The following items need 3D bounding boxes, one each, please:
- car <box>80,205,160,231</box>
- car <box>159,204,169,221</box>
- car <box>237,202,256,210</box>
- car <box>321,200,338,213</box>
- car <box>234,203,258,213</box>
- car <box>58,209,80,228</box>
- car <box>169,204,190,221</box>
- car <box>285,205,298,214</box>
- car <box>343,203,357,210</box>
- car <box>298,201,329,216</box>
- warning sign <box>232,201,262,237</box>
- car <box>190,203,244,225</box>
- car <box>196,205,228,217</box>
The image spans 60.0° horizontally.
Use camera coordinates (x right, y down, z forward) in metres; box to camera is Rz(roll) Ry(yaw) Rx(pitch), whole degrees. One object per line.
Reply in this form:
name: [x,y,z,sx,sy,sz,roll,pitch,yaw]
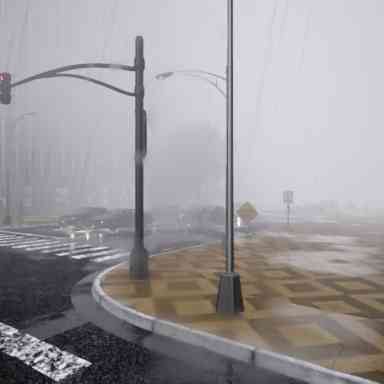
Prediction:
car: [-4.923,1.874,23.612,2.033,1.411,5.357,0,-1,33]
car: [-2.831,1.988,32.891,1.837,1.490,4.892,0,-1,33]
car: [5.808,2.034,40.324,2.097,1.767,4.553,0,-1,33]
car: [21.793,2.254,53.046,2.150,2.045,5.566,0,-1,33]
car: [8.130,2.370,49.869,1.812,1.442,4.674,0,-1,32]
car: [-7.795,1.844,25.141,1.812,1.442,4.674,0,-1,31]
car: [0.339,1.992,31.814,2.128,1.511,4.902,0,-1,33]
car: [15.126,2.500,48.548,1.895,1.301,4.718,0,-1,33]
car: [31.323,2.837,65.802,1.812,1.442,4.674,0,-1,33]
car: [16.274,2.343,44.355,2.128,1.511,4.902,0,-1,33]
warning sign: [3.084,1.454,18.560,1.300,1.860,1.060,1,1,33]
car: [2.235,1.964,28.376,2.128,1.511,4.902,0,-1,33]
car: [2.530,2.262,41.242,1.895,1.301,4.718,0,-1,33]
